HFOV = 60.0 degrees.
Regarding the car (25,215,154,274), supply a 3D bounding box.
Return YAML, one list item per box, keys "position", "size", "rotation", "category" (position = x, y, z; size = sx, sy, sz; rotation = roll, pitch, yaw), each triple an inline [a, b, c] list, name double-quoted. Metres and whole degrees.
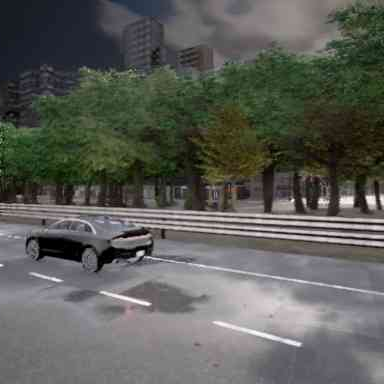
- position: [-3.399, 1.492, 10.601]
  size: [4.902, 1.511, 2.128]
  rotation: [0, 0, 36]
  category: "car"
